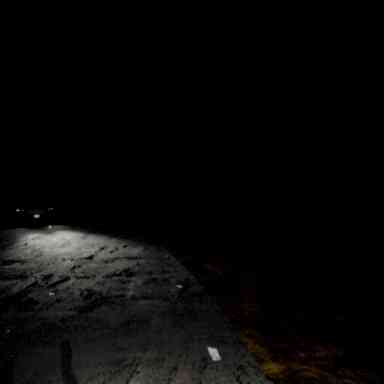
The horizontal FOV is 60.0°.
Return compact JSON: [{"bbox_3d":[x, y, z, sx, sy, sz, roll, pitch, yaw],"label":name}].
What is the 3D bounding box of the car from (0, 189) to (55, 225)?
[{"bbox_3d":[-8.502,0.633,16.966,2.128,1.511,4.902,-1,5,-38],"label":"car"}]
